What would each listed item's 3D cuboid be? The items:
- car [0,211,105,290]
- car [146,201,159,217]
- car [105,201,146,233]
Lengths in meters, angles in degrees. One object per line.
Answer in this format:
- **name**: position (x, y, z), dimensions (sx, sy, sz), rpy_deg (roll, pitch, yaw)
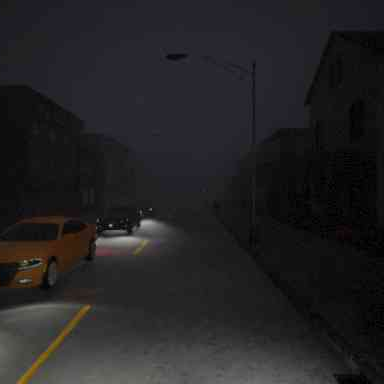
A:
- **car**: position (-4.088, 1.440, 9.211), dimensions (1.882, 1.535, 5.008), rpy_deg (0, 0, 0)
- **car**: position (-4.068, 1.482, 29.336), dimensions (1.895, 1.301, 4.718), rpy_deg (0, 0, 0)
- **car**: position (-4.082, 1.427, 19.181), dimensions (1.837, 1.490, 4.892), rpy_deg (0, 0, 0)
